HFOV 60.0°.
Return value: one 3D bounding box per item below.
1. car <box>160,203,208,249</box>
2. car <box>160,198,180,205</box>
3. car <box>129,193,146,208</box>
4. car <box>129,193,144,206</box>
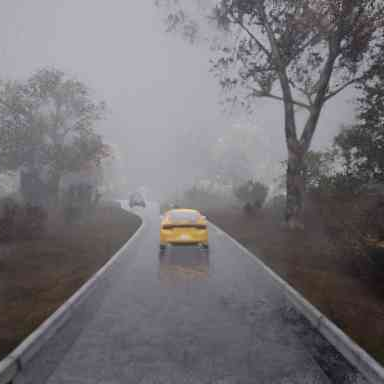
[{"bbox_3d":[-0.400,1.488,14.644,1.882,1.535,5.008,0,0,-3],"label":"car"},{"bbox_3d":[-2.288,1.378,34.774,2.097,1.767,4.553,0,0,-7],"label":"car"},{"bbox_3d":[-7.854,1.387,48.108,2.097,1.767,4.553,0,0,-11],"label":"car"},{"bbox_3d":[-9.410,1.262,55.933,2.150,2.045,5.566,0,0,-13],"label":"car"}]
